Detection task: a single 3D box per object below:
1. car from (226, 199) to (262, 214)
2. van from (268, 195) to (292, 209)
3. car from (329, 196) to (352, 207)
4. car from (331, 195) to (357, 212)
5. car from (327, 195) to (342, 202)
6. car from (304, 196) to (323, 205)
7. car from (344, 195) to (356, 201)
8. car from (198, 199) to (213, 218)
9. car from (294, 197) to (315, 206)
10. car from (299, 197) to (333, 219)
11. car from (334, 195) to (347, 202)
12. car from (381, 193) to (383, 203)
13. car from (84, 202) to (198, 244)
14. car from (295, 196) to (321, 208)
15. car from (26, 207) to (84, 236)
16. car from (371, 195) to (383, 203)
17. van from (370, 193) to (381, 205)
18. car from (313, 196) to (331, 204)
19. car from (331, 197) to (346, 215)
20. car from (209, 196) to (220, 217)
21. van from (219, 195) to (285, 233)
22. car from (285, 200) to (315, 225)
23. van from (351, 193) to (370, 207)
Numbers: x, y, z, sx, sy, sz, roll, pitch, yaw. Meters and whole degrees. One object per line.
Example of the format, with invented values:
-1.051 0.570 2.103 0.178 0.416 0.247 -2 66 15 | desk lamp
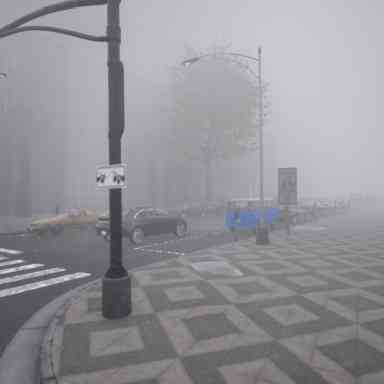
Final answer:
5.708 1.528 36.133 2.008 1.369 4.403 -1 0 36 | car
11.884 1.292 44.720 1.690 1.788 3.998 -1 0 36 | van
21.830 1.375 48.675 2.033 1.411 5.357 -1 -1 36 | car
16.068 1.363 35.937 2.008 1.369 4.403 -1 0 36 | car
30.011 1.432 69.904 2.008 1.369 4.403 -1 -1 36 | car
21.055 1.439 57.460 1.752 1.417 4.829 -1 0 36 | car
39.551 1.400 83.161 2.008 1.369 4.403 -1 -1 36 | car
-0.471 1.551 27.547 1.887 1.381 4.507 -1 0 36 | car
18.065 1.491 53.304 1.947 1.339 4.313 -1 0 36 | car
9.744 1.385 27.149 1.887 1.381 4.507 -1 0 36 | car
33.191 1.415 74.323 1.887 1.381 4.507 -1 -1 36 | car
31.977 1.274 58.044 1.752 1.417 4.829 -1 -1 36 | car
-2.139 1.429 15.371 2.128 1.511 4.902 -1 -1 36 | car
15.988 1.386 45.694 2.128 1.511 4.902 -1 -1 36 | car
-6.755 1.564 18.825 1.752 1.417 4.829 -1 0 36 | car
35.040 1.303 62.300 1.947 1.339 4.313 -1 -1 36 | car
28.713 1.102 53.514 1.690 1.788 3.998 -1 -1 36 | van
24.244 1.452 61.891 2.008 1.369 4.403 -1 -1 36 | car
12.907 1.408 31.544 1.802 1.307 4.206 -1 0 36 | car
2.616 1.307 31.842 2.192 1.841 5.009 -1 0 36 | car
3.418 1.212 18.363 1.690 1.788 3.998 -1 0 36 | van
6.583 1.422 22.756 1.947 1.339 4.313 -1 0 36 | car
22.389 1.127 44.726 1.690 1.788 3.998 -1 0 36 | van
